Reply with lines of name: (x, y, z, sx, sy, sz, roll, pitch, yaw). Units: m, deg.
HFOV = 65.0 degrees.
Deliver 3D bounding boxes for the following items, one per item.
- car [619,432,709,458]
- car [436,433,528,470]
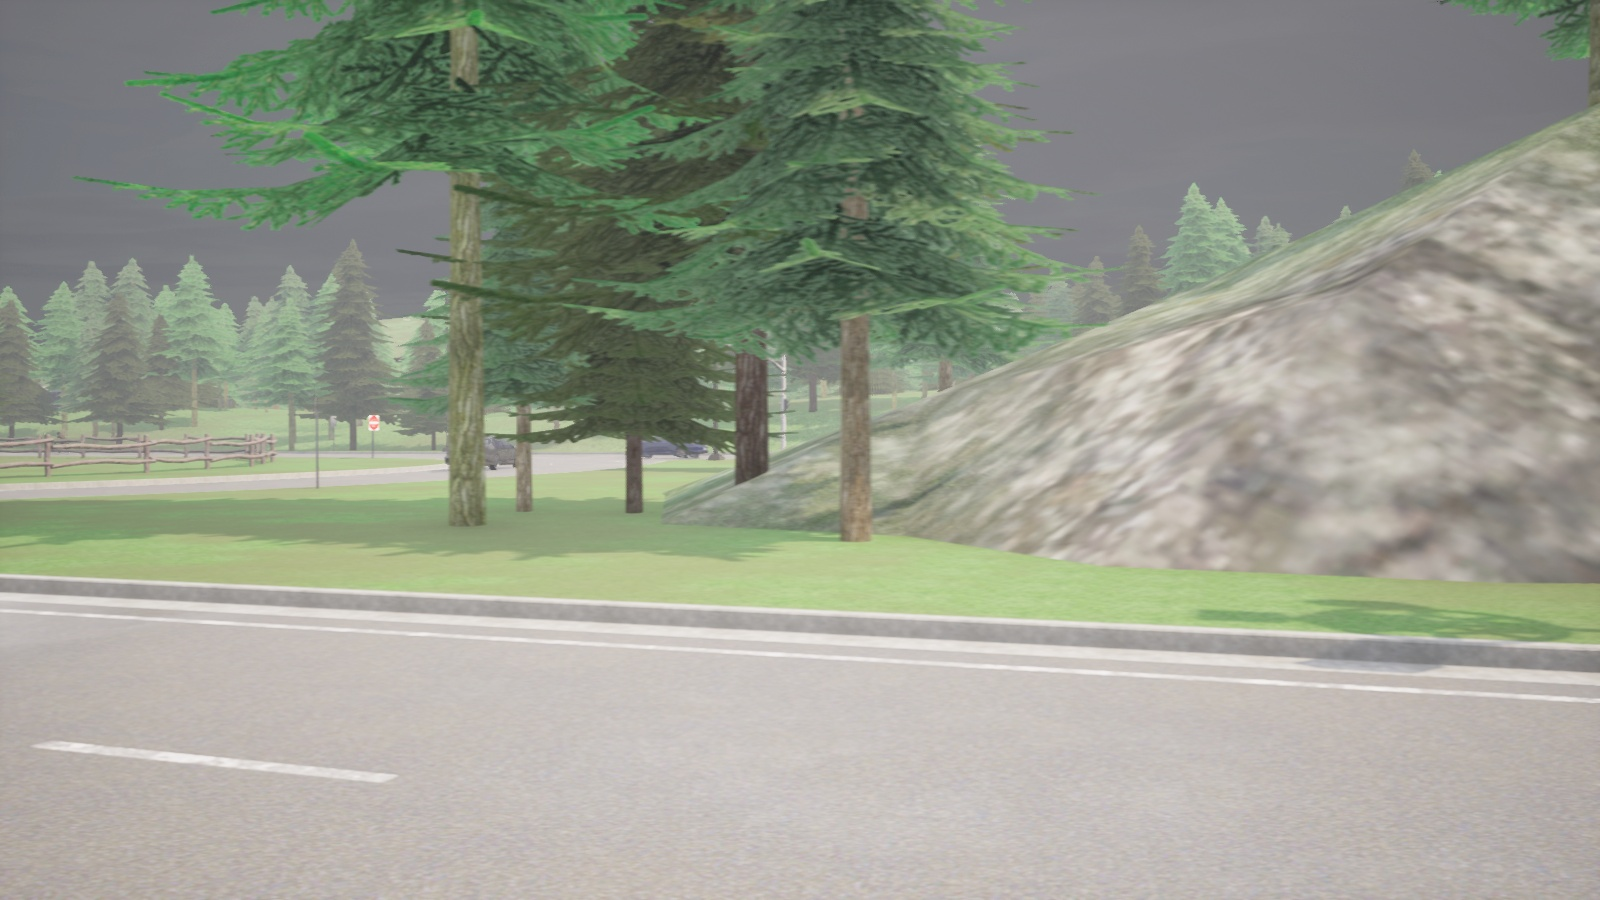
car: (-7.587, -0.296, 69.943, 4.674, 1.442, 1.812, 1, 1, 19)
car: (-12.902, 0.004, 51.319, 2.033, 1.411, 5.357, 0, 1, 4)
